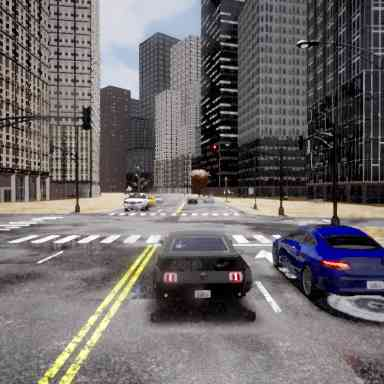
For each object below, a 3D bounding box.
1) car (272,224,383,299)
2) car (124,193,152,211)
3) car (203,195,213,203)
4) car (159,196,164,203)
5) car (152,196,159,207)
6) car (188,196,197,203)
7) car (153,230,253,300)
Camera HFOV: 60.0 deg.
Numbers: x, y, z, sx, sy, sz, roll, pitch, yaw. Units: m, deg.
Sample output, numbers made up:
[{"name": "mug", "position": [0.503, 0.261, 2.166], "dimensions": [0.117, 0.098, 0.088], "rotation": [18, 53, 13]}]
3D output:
[{"name": "car", "position": [3.347, 1.522, 8.339], "dimensions": [1.812, 1.442, 4.674], "rotation": [0, 0, 1]}, {"name": "car", "position": [-6.566, 1.190, 39.643], "dimensions": [2.150, 2.045, 5.566], "rotation": [0, 0, 0]}, {"name": "car", "position": [3.291, 1.434, 67.399], "dimensions": [1.812, 1.442, 4.674], "rotation": [0, 0, -1]}, {"name": "car", "position": [-6.553, 1.442, 64.220], "dimensions": [1.812, 1.442, 4.674], "rotation": [0, 0, 0]}, {"name": "car", "position": [-6.549, 1.423, 50.512], "dimensions": [1.882, 1.535, 5.008], "rotation": [0, 0, 0]}, {"name": "car", "position": [0.086, 1.515, 64.859], "dimensions": [1.895, 1.301, 4.718], "rotation": [0, 0, -1]}, {"name": "car", "position": [0.104, 1.597, 8.367], "dimensions": [1.895, 1.301, 4.718], "rotation": [0, 0, -3]}]
